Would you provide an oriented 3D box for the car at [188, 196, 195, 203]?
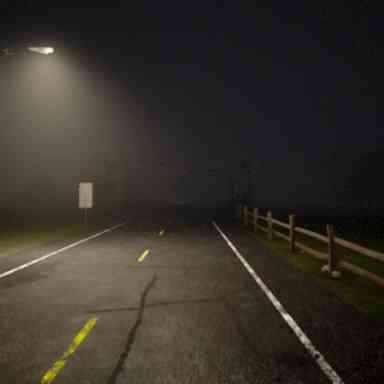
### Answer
[{"bbox_3d":[-0.141,2.065,93.492,2.097,1.767,4.553,0,-1,0],"label":"car"}]
